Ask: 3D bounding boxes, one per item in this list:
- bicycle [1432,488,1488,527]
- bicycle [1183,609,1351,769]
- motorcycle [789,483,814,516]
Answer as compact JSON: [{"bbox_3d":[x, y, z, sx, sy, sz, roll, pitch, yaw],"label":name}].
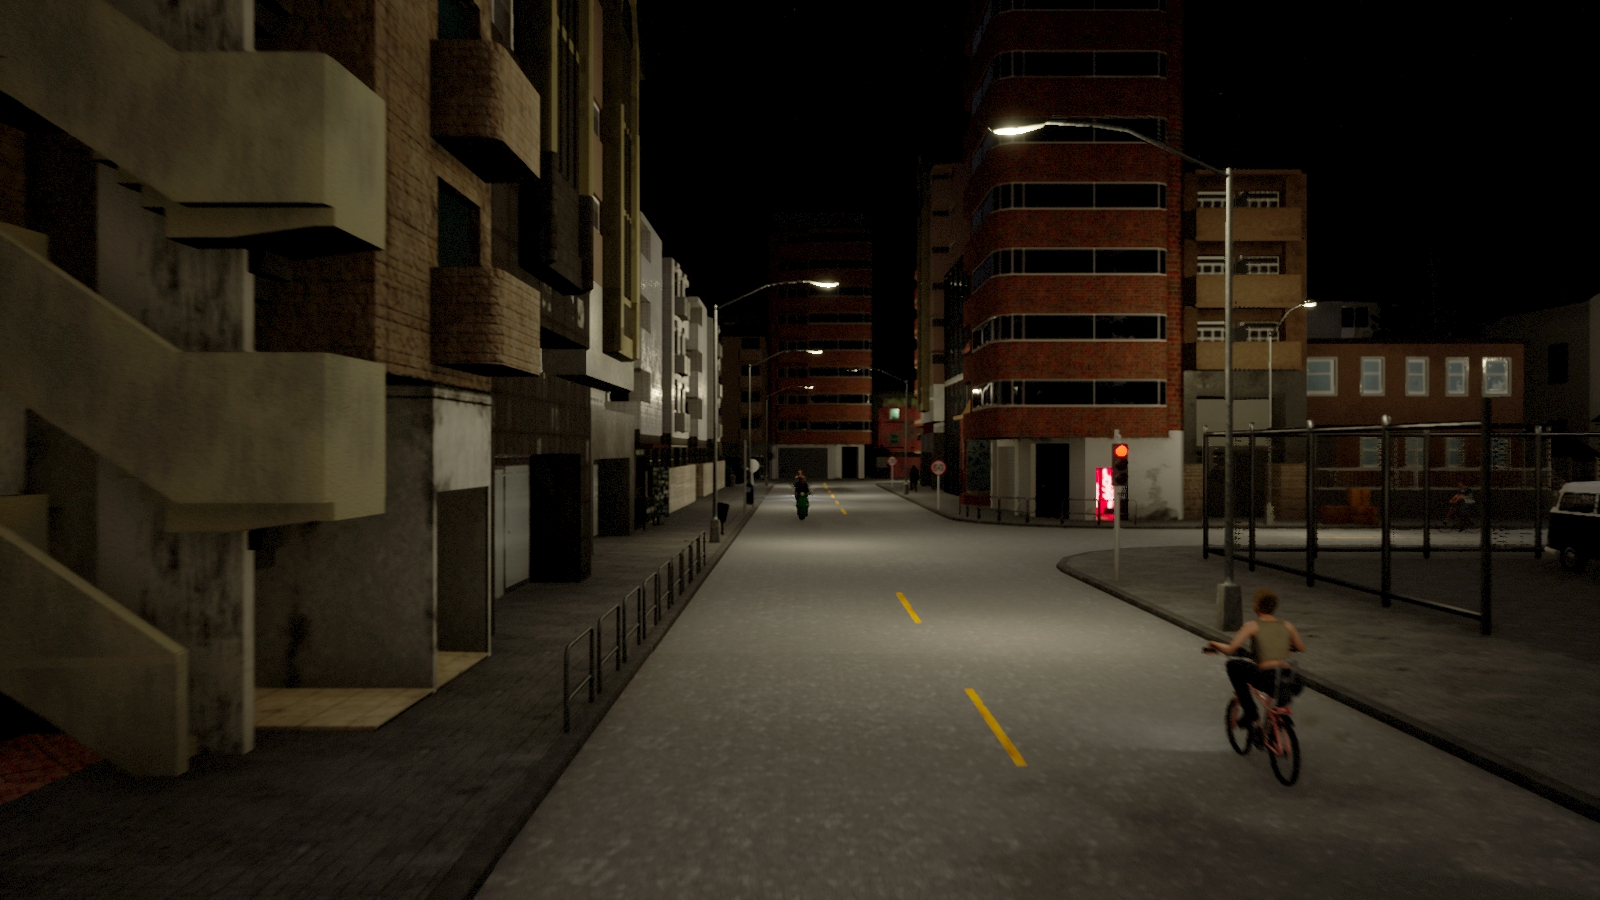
[{"bbox_3d":[22.157,1.935,38.374,1.643,1.296,0.373,0,0,0],"label":"bicycle"},{"bbox_3d":[4.026,2.036,9.983,0.859,1.080,1.487,0,0,0],"label":"bicycle"},{"bbox_3d":[0.050,1.961,45.484,0.856,1.236,1.805,1,0,-3],"label":"motorcycle"}]
